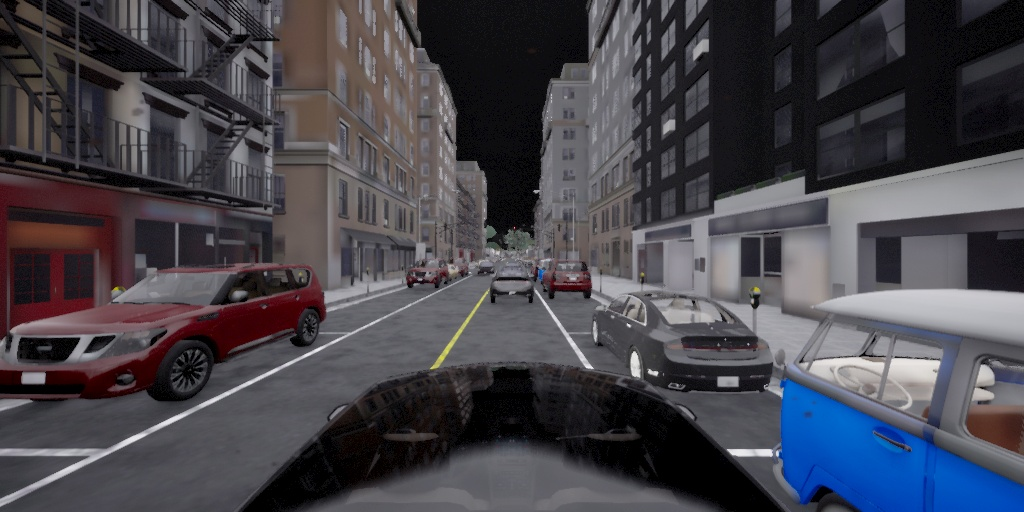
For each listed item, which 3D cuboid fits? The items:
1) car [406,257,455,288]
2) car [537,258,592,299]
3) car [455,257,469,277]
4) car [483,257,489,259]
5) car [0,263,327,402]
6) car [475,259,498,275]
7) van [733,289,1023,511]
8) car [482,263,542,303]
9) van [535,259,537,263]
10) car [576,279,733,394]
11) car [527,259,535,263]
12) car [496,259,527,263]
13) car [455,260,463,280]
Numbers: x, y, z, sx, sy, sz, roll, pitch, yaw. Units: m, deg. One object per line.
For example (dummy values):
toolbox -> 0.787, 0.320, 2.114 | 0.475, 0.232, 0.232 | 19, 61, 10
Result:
car -> -5.399, 1.061, 23.595 | 2.192, 1.841, 5.009 | 0, 0, 0
car -> 2.638, 1.062, 17.913 | 2.192, 1.841, 5.009 | 0, 0, 0
car -> -5.401, 1.058, 34.951 | 2.192, 1.841, 5.009 | 0, 0, 0
car -> -5.416, 1.264, 61.789 | 1.751, 1.417, 4.829 | 0, 0, 0
car -> -5.396, 1.062, 6.559 | 2.192, 1.841, 5.009 | 0, 0, 0
car -> -2.750, 1.346, 39.500 | 2.033, 1.411, 5.357 | 0, 0, 0
van -> 2.638, 1.088, 0.877 | 1.690, 1.789, 3.998 | 0, 0, 0
car -> 0.000, 1.243, 16.500 | 2.128, 1.511, 4.902 | 0, 0, 0
van -> 2.638, 1.087, 23.592 | 1.690, 1.789, 3.998 | 0, 0, 0
car -> 2.638, 1.298, 6.556 | 2.007, 1.370, 4.403 | 0, 0, 0
car -> 2.638, 1.060, 29.271 | 2.192, 1.841, 5.009 | 0, 0, 0
car -> 0.000, 1.241, 31.500 | 2.128, 1.511, 4.902 | 0, 0, 0
car -> -5.400, 1.270, 29.102 | 1.751, 1.417, 4.829 | 0, 0, 0
